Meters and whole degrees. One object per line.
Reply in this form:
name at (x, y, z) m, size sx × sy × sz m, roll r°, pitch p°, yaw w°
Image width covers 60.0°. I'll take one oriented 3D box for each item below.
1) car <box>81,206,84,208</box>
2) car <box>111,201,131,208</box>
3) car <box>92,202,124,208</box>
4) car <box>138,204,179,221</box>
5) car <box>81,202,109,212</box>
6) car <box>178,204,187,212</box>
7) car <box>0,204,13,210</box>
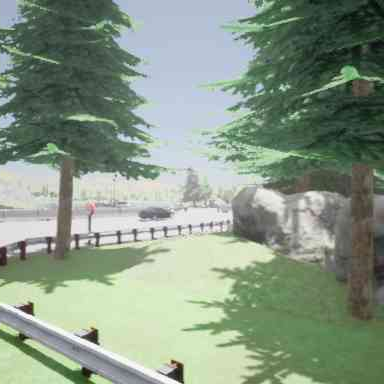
car at (-16.986, 2.796, 56.338) m, size 1.994 × 1.385 × 4.181 m, roll 0°, pitch -2°, yaw 37°
car at (-12.842, 2.498, 56.037) m, size 2.150 × 2.045 × 5.566 m, roll 0°, pitch -1°, yaw 37°
car at (-13.105, 2.617, 49.893) m, size 1.882 × 1.535 × 5.008 m, roll 0°, pitch -2°, yaw 37°
car at (-4.021, 2.506, 38.368) m, size 1.837 × 1.490 × 4.892 m, roll 0°, pitch -2°, yaw 37°
car at (-17.793, 2.676, 60.995) m, size 2.097 × 1.767 × 4.553 m, roll 0°, pitch -2°, yaw 38°
car at (-2.735, 3.013, 63.467) m, size 1.812 × 1.442 × 4.674 m, roll 0°, pitch -2°, yaw 37°
car at (-27.930, 2.466, 47.691) m, size 1.994 × 1.385 × 4.181 m, roll 0°, pitch -2°, yaw 37°
